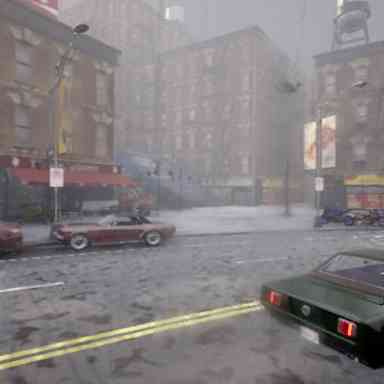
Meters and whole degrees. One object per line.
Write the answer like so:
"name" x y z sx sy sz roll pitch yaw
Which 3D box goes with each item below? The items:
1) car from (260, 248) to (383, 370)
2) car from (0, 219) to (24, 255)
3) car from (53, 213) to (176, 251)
"car" 3.528 1.630 5.450 4.718 1.301 1.895 1 0 -28
"car" -7.960 1.419 10.598 4.674 1.452 2.002 1 0 -36
"car" -3.165 1.542 13.734 4.718 1.301 1.895 1 0 -26
